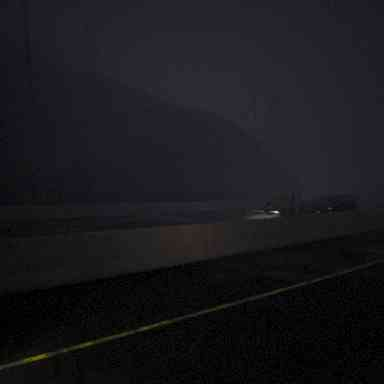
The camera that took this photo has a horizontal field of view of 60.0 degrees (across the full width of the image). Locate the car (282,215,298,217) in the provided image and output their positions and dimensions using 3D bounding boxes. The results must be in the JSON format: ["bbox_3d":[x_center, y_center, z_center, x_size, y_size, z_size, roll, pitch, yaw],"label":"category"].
[{"bbox_3d":[10.070,1.479,30.846,5.008,1.535,1.882,0,0,-44],"label":"car"}]

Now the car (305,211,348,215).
[{"bbox_3d":[11.593,1.221,27.444,5.566,2.045,2.150,0,0,-43],"label":"car"}]
